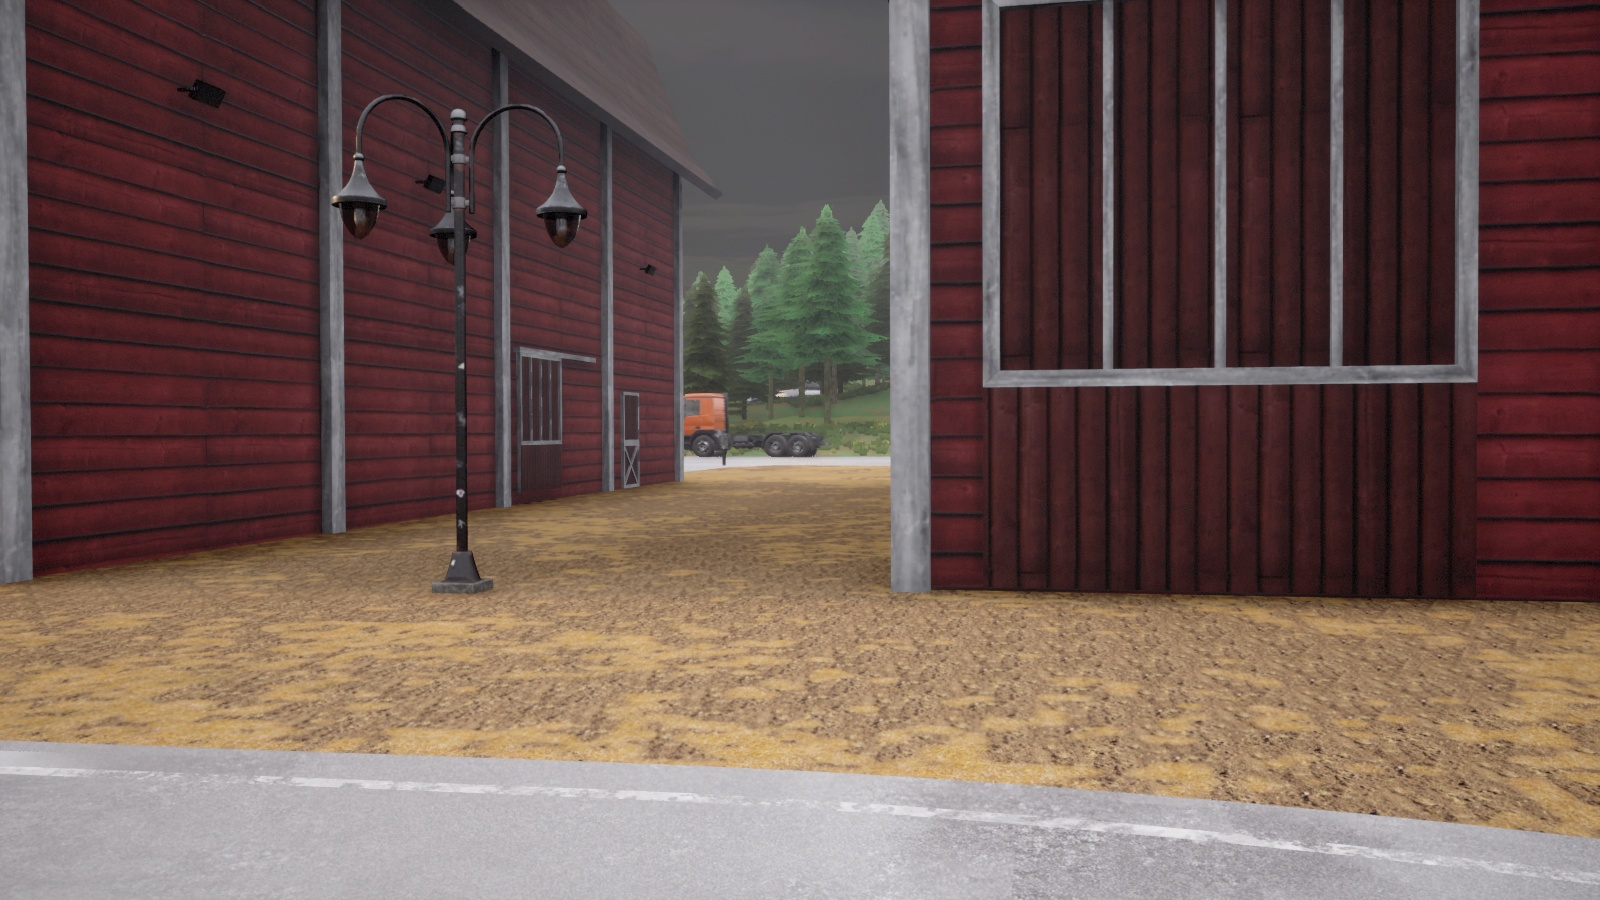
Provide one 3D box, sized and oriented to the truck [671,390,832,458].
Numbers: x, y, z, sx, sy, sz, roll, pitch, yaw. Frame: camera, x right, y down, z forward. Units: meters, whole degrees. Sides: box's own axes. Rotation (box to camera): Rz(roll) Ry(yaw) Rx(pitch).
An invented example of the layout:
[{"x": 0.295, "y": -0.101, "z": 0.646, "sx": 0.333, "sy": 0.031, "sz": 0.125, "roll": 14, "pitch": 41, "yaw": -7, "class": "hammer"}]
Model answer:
[{"x": -2.500, "y": -1.358, "z": 65.765, "sx": 7.936, "sy": 3.462, "sz": 2.891, "roll": 0, "pitch": 1, "yaw": 12, "class": "truck"}]
